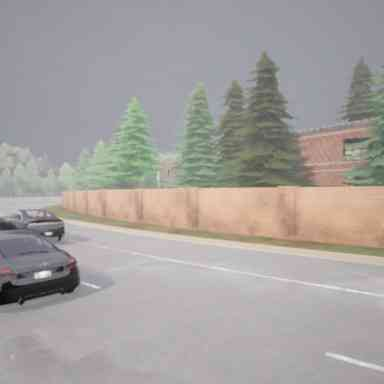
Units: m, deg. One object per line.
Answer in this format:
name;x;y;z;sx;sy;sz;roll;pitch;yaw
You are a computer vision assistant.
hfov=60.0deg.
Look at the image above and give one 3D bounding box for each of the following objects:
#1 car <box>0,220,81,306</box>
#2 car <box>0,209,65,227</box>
car;-4.451;1.600;7.859;4.181;1.385;1.994;0;0;41
car;-7.749;1.563;15.801;2.128;1.511;4.902;0;0;-44
